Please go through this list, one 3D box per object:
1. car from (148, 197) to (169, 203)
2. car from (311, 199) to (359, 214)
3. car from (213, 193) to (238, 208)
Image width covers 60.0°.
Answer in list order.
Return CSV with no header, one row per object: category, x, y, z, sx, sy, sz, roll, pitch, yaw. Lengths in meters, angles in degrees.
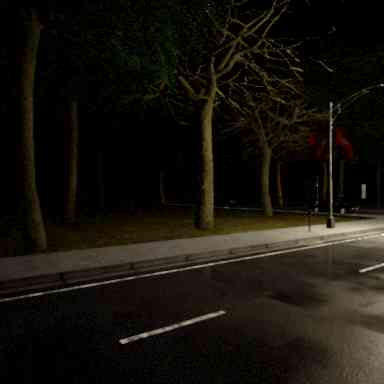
car,-6.347,1.573,62.530,1.895,1.301,4.718,0,0,-37
car,14.773,1.502,34.683,1.837,1.490,4.892,0,0,-39
car,4.186,1.197,48.578,2.150,2.045,5.566,0,0,-37
